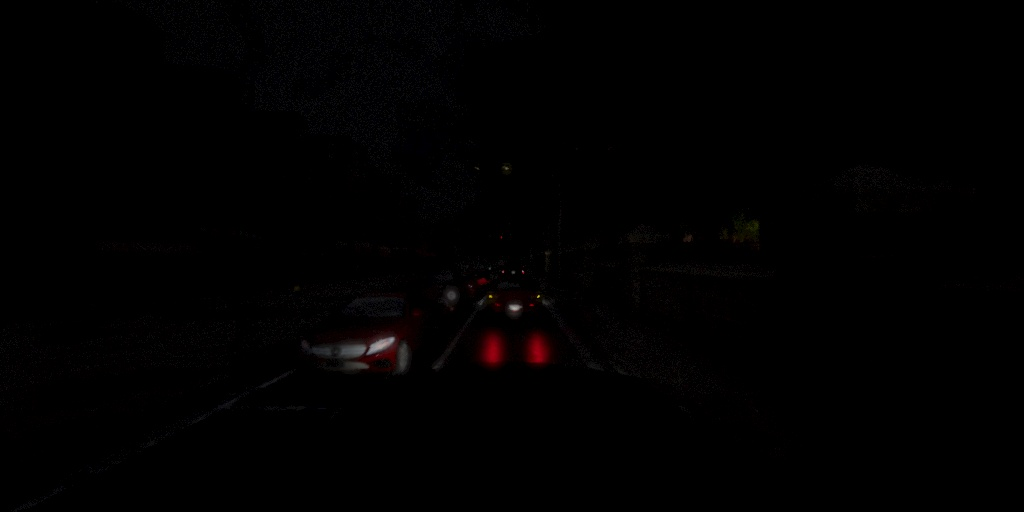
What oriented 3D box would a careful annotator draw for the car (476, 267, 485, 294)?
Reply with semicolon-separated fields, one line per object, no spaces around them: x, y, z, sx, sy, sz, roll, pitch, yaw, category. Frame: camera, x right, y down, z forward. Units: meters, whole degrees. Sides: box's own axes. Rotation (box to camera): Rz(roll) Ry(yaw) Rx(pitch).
-2.632;1.467;18.801;1.802;1.307;4.207;0;0;0;car

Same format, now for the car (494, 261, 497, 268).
-3.008;1.559;39.855;1.837;1.490;4.892;0;0;0;car

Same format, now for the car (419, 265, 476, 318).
-2.634;1.280;13.126;1.967;1.591;4.097;0;0;0;car

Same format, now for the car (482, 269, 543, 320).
0.094;1.364;12.897;1.812;1.442;4.674;0;0;0;car

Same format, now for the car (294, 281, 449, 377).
-2.636;1.377;7.450;1.802;1.307;4.207;0;0;0;car

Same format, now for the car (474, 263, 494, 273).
-3.005;1.475;32.855;1.882;1.535;5.008;0;0;0;car

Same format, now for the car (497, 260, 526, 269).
0.101;1.328;30.130;2.097;1.767;4.553;0;0;0;car
